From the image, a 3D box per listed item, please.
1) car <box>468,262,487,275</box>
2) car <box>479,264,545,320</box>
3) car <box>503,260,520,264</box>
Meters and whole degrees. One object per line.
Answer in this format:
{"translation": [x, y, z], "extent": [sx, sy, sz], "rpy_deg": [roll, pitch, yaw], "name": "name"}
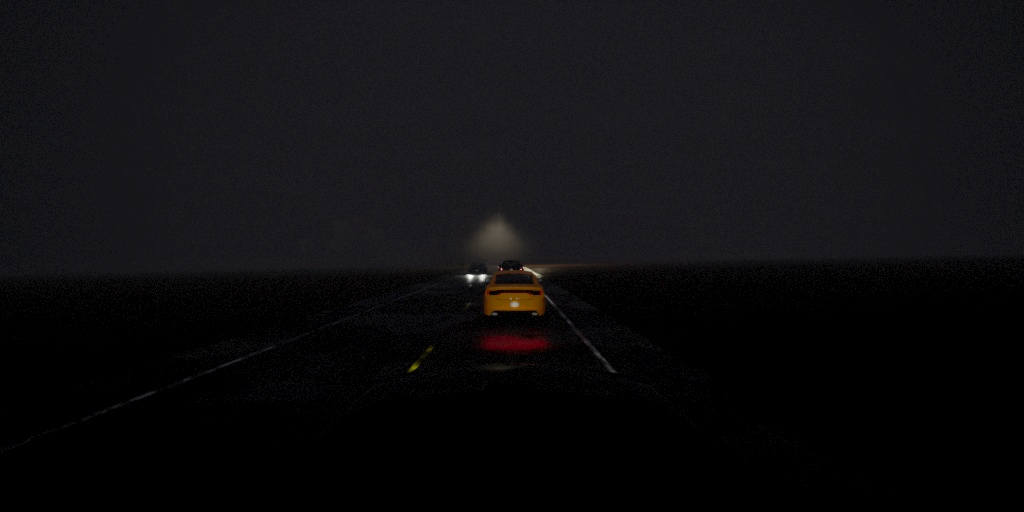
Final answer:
{"translation": [-3.789, 1.361, 40.269], "extent": [1.994, 1.385, 4.181], "rpy_deg": [0, 0, -1], "name": "car"}
{"translation": [0.066, 1.231, 12.678], "extent": [1.882, 1.535, 5.008], "rpy_deg": [0, 0, 0], "name": "car"}
{"translation": [-0.075, 1.121, 30.768], "extent": [2.097, 1.767, 4.553], "rpy_deg": [0, 0, -1], "name": "car"}
